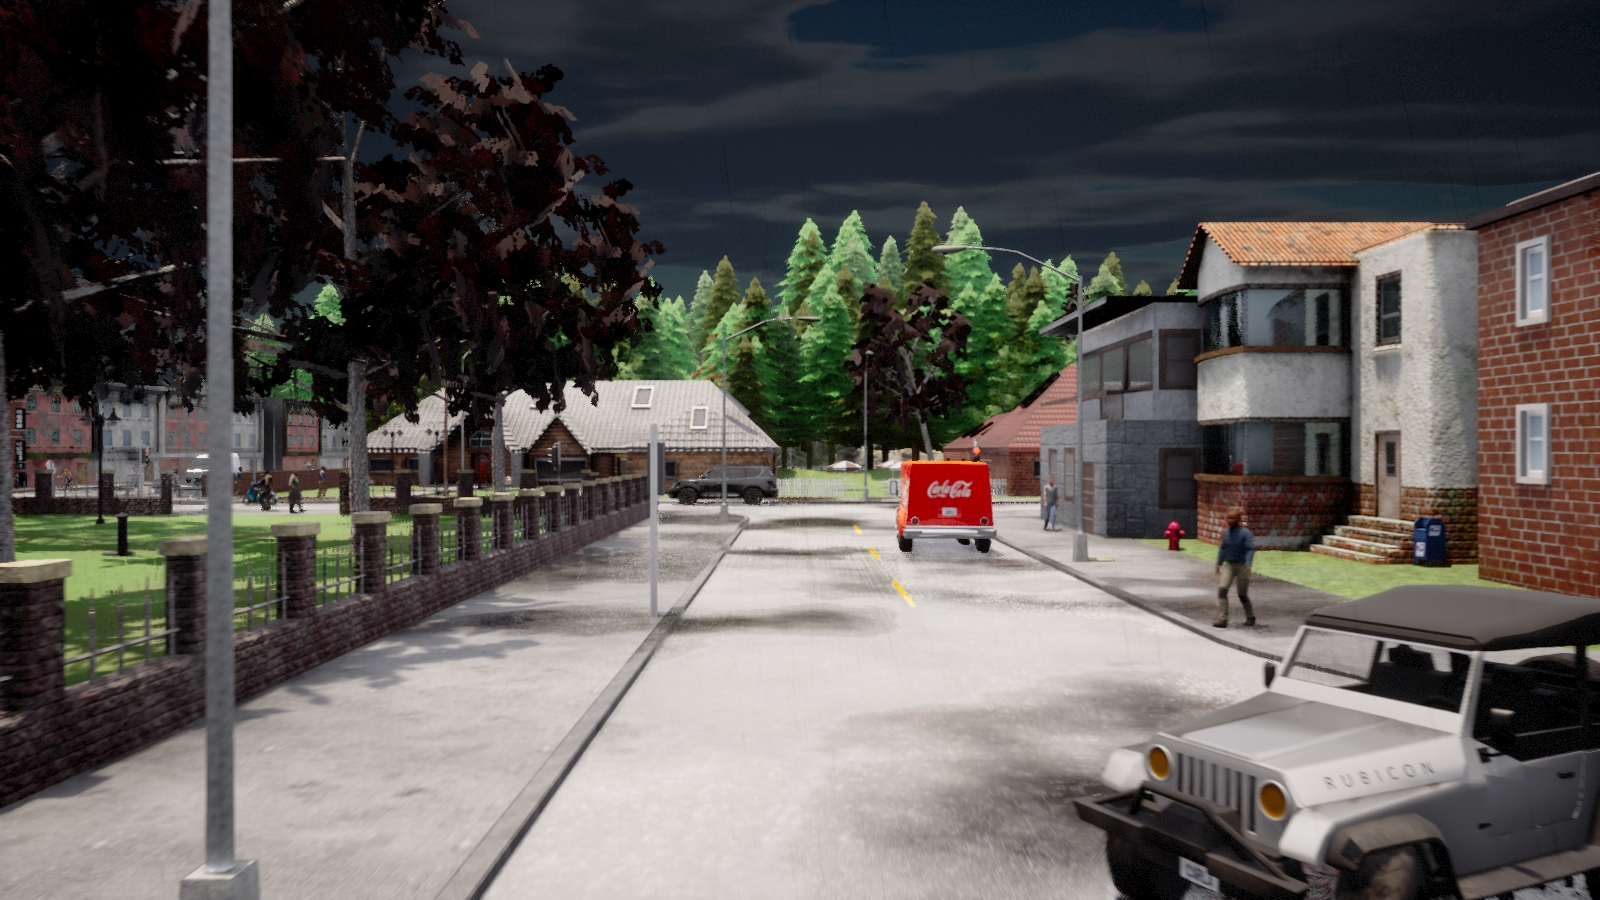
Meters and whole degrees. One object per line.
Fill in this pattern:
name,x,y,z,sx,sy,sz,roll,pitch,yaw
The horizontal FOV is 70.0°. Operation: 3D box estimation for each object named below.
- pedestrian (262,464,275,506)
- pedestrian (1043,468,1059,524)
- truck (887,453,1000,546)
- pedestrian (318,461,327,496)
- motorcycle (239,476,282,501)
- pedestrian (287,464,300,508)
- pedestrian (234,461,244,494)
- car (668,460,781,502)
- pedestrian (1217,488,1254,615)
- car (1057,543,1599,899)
pedestrian,-23.276,1.530,50.010,0.375,1.860,0.375,0,0,6
pedestrian,8.319,1.523,37.854,0.375,1.860,0.375,0,0,-13
truck,3.991,1.341,32.721,2.627,2.467,5.204,0,-1,1
pedestrian,-25.832,1.532,61.788,0.375,1.860,0.375,0,0,-11
motorcycle,-27.424,1.970,58.098,1.805,1.236,0.856,0,0,0
pedestrian,-21.594,1.532,48.741,0.375,1.860,0.375,0,0,-1
pedestrian,-31.119,1.526,63.404,0.375,1.860,0.375,0,0,0
car,-3.795,1.569,58.077,5.566,2.045,2.150,0,0,0
pedestrian,6.565,1.519,17.212,0.375,1.860,0.375,0,0,-35
car,3.727,1.639,6.983,3.866,1.878,1.905,0,0,-26
